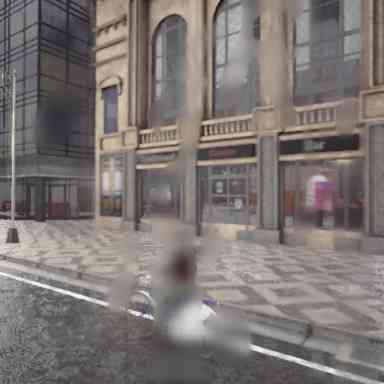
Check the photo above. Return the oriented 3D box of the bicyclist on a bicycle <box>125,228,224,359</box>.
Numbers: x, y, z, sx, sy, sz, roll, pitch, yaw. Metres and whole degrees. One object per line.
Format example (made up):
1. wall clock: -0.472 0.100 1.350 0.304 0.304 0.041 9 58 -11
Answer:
1. bicyclist on a bicycle: -0.344 1.413 4.913 1.843 1.776 0.659 0 0 35
